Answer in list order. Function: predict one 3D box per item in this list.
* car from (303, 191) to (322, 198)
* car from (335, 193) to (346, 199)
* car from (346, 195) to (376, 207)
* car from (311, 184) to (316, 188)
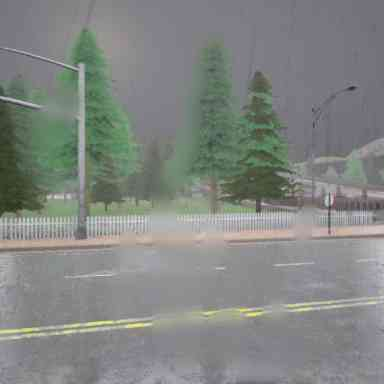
[{"bbox_3d":[18.281,1.033,50.766,1.812,1.442,4.674,0,4,-15],"label":"car"},{"bbox_3d":[24.888,0.998,53.142,1.812,1.442,4.674,0,4,-15],"label":"car"},{"bbox_3d":[21.339,1.456,39.786,2.128,1.511,4.902,0,1,-16],"label":"car"},{"bbox_3d":[26.113,-1.239,75.360,2.128,1.511,4.902,0,7,-15],"label":"car"}]
